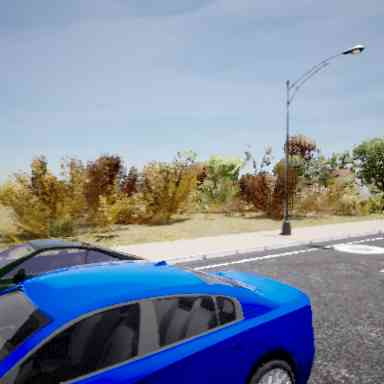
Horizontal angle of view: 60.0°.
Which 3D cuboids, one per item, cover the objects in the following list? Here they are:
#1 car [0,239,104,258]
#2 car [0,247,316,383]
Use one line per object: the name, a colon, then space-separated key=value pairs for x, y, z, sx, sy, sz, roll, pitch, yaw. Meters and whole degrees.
car: x=-2.652 y=1.556 z=5.757 sx=4.181 sy=1.385 sz=1.994 roll=0 pitch=0 yaw=-35
car: x=-0.984 y=1.473 z=2.958 sx=5.008 sy=1.535 sz=1.882 roll=0 pitch=0 yaw=-35
